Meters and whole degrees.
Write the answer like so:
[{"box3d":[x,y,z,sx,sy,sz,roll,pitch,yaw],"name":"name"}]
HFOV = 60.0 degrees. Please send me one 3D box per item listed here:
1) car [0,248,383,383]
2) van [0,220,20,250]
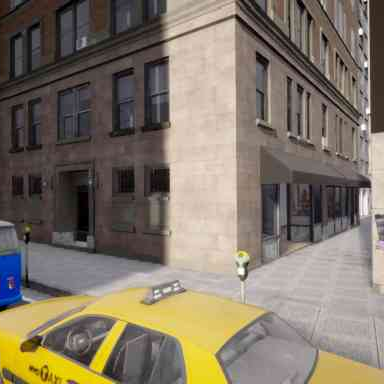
[{"box3d":[-0.473,1.526,3.198,4.829,1.417,1.752,0,-1,36],"name":"car"},{"box3d":[-4.946,1.342,6.404,3.998,1.788,1.690,0,-1,36],"name":"van"}]
